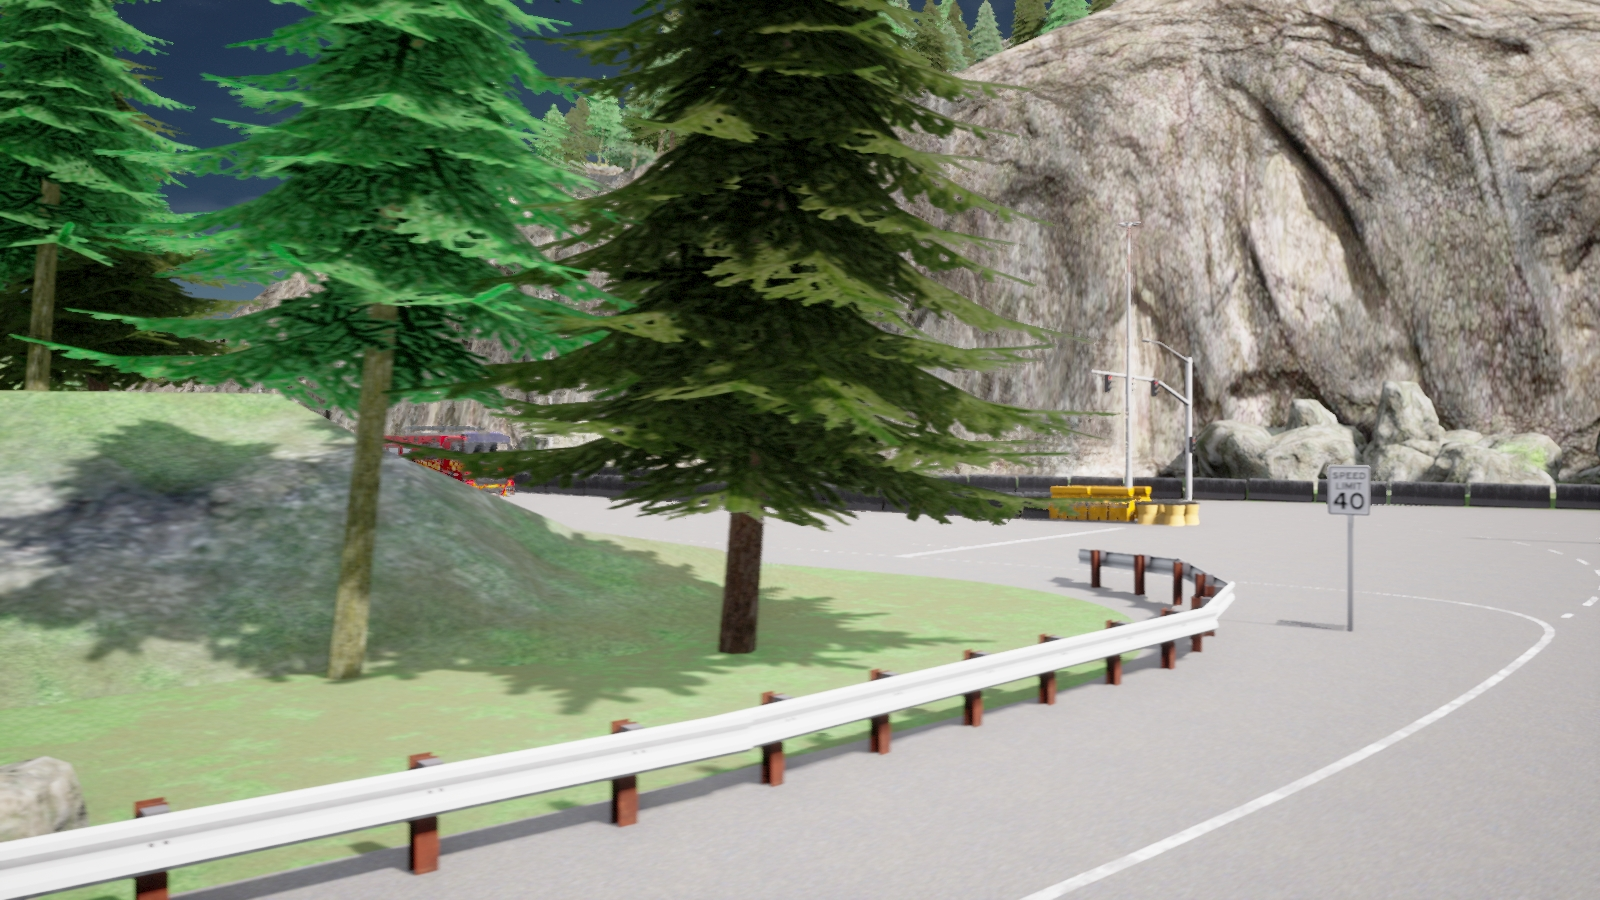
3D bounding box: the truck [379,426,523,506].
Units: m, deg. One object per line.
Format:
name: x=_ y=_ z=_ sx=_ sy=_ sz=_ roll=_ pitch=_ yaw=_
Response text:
truck: x=-17.967 y=0.705 z=58.501 sx=8.468 sy=3.827 sz=2.891 roll=1 pitch=1 yaw=40
